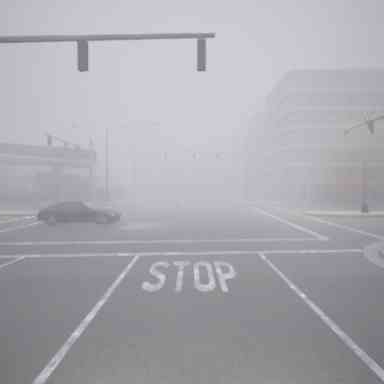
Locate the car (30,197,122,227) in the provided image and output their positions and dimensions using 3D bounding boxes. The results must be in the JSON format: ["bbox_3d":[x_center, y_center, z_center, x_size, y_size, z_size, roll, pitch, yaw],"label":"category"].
[{"bbox_3d":[-6.448,1.204,19.217,4.674,1.442,1.812,0,1,0],"label":"car"}]

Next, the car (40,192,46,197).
[{"bbox_3d":[-24.022,0.645,49.809,3.806,1.475,1.970,0,1,1],"label":"car"}]

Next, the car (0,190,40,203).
[{"bbox_3d":[-23.306,0.578,44.056,4.611,1.667,2.242,0,1,1],"label":"car"}]
